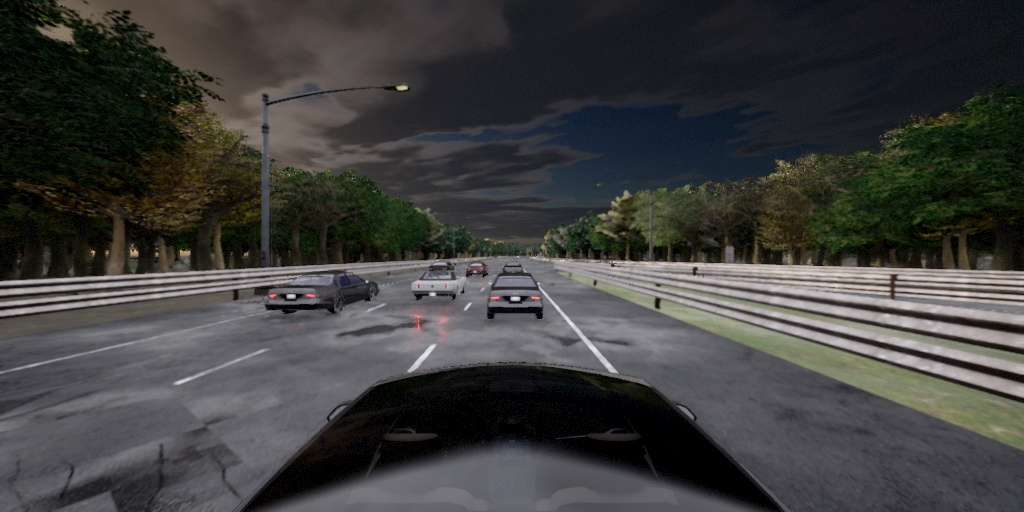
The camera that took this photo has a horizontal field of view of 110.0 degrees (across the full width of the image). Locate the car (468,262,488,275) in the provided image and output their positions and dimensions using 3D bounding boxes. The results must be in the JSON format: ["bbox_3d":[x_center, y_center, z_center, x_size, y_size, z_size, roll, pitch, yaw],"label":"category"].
[{"bbox_3d":[-3.403,1.282,35.292,1.812,1.442,4.674,0,0,0],"label":"car"}]

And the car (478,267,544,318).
[{"bbox_3d":[0.097,1.299,13.018,2.033,1.411,5.357,0,0,0],"label":"car"}]

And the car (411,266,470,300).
[{"bbox_3d":[-3.402,1.352,17.619,1.895,1.301,4.718,0,0,0],"label":"car"}]

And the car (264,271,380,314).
[{"bbox_3d":[-6.900,1.283,13.733,2.033,1.411,5.357,0,1,0],"label":"car"}]

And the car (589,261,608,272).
[{"bbox_3d":[11.519,1.369,46.675,1.812,1.442,4.674,0,0,-13],"label":"car"}]

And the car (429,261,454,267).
[{"bbox_3d":[-6.904,1.234,35.680,1.882,1.535,5.008,0,0,0],"label":"car"}]

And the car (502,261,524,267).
[{"bbox_3d":[0.097,1.248,33.937,2.128,1.511,4.902,0,0,0],"label":"car"}]
